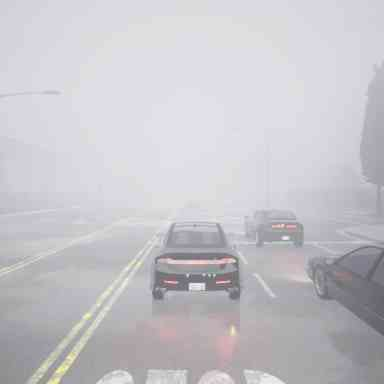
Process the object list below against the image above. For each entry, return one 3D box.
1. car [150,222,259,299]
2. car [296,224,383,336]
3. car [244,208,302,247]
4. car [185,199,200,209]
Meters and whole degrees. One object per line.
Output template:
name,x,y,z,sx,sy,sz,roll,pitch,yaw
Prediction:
car,0.086,1.492,8.417,2.128,1.511,4.902,0,0,0
car,3.591,1.547,5.370,2.033,1.411,5.357,0,0,0
car,3.574,1.505,15.116,1.837,1.490,4.892,0,0,0
car,0.023,1.601,44.141,1.895,1.301,4.718,0,0,0
